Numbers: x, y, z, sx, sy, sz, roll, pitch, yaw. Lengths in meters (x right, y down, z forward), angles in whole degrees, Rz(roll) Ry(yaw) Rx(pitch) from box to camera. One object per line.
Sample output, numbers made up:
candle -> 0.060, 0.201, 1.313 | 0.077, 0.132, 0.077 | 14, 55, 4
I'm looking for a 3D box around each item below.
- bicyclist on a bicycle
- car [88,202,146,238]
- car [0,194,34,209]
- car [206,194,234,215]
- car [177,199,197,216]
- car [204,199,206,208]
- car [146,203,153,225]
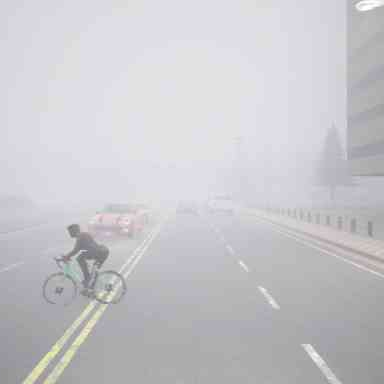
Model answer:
bicyclist on a bicycle -> -2.153, 1.455, 6.590 | 1.656, 1.620, 0.582 | -2, 0, -1
car -> -3.920, 1.351, 17.658 | 2.097, 1.767, 4.553 | 0, 0, -1
car -> -21.849, 1.153, 41.793 | 1.932, 1.855, 4.605 | 0, 0, -1
car -> 2.949, 1.222, 34.480 | 2.150, 2.045, 5.566 | 0, 0, -1
car -> -0.503, 1.601, 31.948 | 1.895, 1.301, 4.718 | 0, 0, -1
car -> 2.763, 1.352, 43.958 | 2.097, 1.767, 4.553 | 0, 0, -1
car -> -3.960, 1.493, 24.558 | 1.882, 1.535, 5.008 | 0, 0, -1
